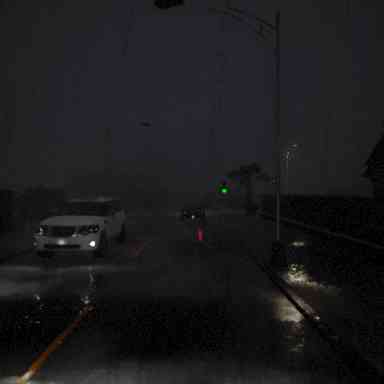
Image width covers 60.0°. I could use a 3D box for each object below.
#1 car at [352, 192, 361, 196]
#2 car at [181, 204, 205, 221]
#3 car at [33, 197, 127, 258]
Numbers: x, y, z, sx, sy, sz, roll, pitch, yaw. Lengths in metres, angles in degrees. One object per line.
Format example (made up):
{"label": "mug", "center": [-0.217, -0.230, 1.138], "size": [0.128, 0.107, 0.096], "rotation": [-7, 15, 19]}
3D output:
{"label": "car", "center": [37.997, 0.979, 75.940], "size": [1.905, 1.878, 3.866], "rotation": [0, 0, 0]}
{"label": "car", "center": [0.064, 1.602, 27.281], "size": [1.895, 1.301, 4.718], "rotation": [0, 0, 0]}
{"label": "car", "center": [-4.064, 1.223, 13.157], "size": [2.150, 2.045, 5.566], "rotation": [0, 0, 0]}
